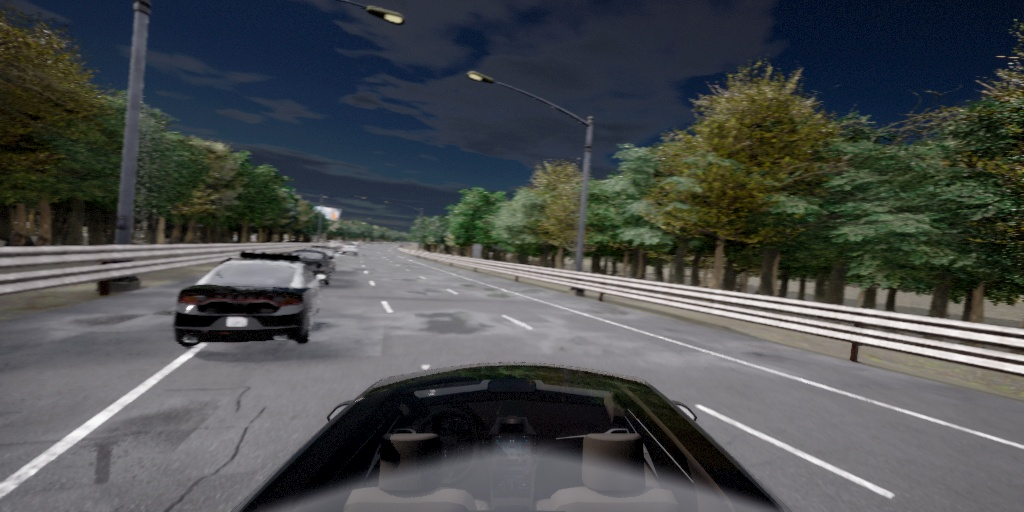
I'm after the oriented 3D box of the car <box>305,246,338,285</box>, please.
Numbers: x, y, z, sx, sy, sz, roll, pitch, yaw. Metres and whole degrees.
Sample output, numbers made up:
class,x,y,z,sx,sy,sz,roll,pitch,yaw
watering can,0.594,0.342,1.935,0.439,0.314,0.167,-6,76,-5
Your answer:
class,x,y,z,sx,sy,sz,roll,pitch,yaw
car,-9.481,0.457,16.865,1.837,1.490,4.892,5,0,-25

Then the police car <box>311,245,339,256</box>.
class,x,y,z,sx,sy,sz,roll,pitch,yaw
police car,-12.004,0.163,22.424,1.930,1.638,5.238,5,0,-24

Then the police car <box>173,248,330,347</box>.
class,x,y,z,sx,sy,sz,roll,pitch,yaw
police car,-5.324,0.728,7.897,1.930,1.638,5.238,5,0,-25

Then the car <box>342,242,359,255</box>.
class,x,y,z,sx,sy,sz,roll,pitch,yaw
car,-26.351,-1.260,58.488,2.150,2.045,5.566,5,0,-22
